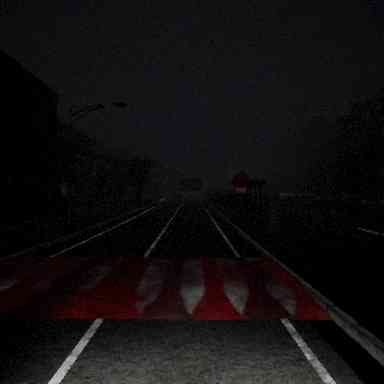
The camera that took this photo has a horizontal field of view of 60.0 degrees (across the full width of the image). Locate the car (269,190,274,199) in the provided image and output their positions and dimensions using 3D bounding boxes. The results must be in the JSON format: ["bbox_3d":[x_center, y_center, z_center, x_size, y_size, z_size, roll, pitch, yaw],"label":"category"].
[{"bbox_3d":[18.789,0.848,66.956,5.008,1.535,2.097,0,1,0],"label":"car"}]

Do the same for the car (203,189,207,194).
[{"bbox_3d":[5.707,0.657,77.423,4.892,1.521,2.231,0,1,0],"label":"car"}]

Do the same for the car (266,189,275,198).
[{"bbox_3d":[18.975,0.799,69.733,5.366,1.575,1.946,0,1,0],"label":"car"}]

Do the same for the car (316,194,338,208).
[{"bbox_3d":[18.800,1.253,41.977,4.792,1.488,2.163,0,1,0],"label":"car"}]

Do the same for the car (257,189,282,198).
[{"bbox_3d":[18.804,0.334,80.832,5.566,2.045,2.435,0,1,0],"label":"car"}]

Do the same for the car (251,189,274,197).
[{"bbox_3d":[18.793,0.145,89.157,5.566,2.045,2.435,0,1,0],"label":"car"}]

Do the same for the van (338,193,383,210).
[{"bbox_3d":[18.953,1.080,36.423,4.442,1.987,1.878,0,1,0],"label":"van"}]

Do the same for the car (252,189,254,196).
[{"bbox_3d":[18.954,0.456,86.387,5.366,1.575,1.946,0,1,0],"label":"car"}]

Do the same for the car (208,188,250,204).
[{"bbox_3d":[5.707,0.819,52.186,5.566,2.045,2.435,0,1,0],"label":"car"}]

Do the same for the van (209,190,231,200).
[{"bbox_3d":[5.828,0.587,69.007,4.442,1.987,1.878,0,1,0],"label":"van"}]

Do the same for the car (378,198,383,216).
[{"bbox_3d":[18.846,1.472,28.101,4.674,1.452,2.002,0,1,0],"label":"car"}]

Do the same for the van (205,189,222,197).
[{"bbox_3d":[5.802,0.181,88.631,4.442,1.987,1.878,0,1,0],"label":"van"}]

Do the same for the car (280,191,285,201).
[{"bbox_3d":[18.811,0.975,58.629,5.008,1.535,2.097,0,1,0],"label":"car"}]

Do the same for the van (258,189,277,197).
[{"bbox_3d":[18.888,0.296,83.608,4.442,1.987,1.878,0,1,0],"label":"van"}]

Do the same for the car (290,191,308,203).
[{"bbox_3d":[18.820,1.059,53.077,4.892,1.521,2.231,0,1,0],"label":"car"}]

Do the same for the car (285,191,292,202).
[{"bbox_3d":[18.815,1.016,55.853,5.008,1.535,2.097,0,1,0],"label":"car"}]

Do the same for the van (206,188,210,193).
[{"bbox_3d":[5.599,0.634,66.205,4.442,1.987,1.878,0,1,0],"label":"van"}]

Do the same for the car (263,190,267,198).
[{"bbox_3d":[18.757,0.785,72.504,4.792,1.488,2.163,0,1,0],"label":"car"}]

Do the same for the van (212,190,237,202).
[{"bbox_3d":[5.840,0.719,60.596,4.442,1.987,1.878,0,1,0],"label":"van"}]

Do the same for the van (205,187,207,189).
[{"bbox_3d":[5.813,0.372,80.225,4.442,1.987,1.878,0,1,0],"label":"van"}]

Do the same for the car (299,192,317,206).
[{"bbox_3d":[18.635,1.137,47.527,5.366,1.575,1.946,0,1,0],"label":"car"}]

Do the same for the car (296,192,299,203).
[{"bbox_3d":[18.846,1.128,50.303,4.792,1.488,2.163,0,1,0],"label":"car"}]

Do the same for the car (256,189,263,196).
[{"bbox_3d":[18.751,0.392,78.056,5.566,2.045,2.435,0,1,0],"label":"car"}]

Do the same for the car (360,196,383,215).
[{"bbox_3d":[18.839,1.389,30.875,5.008,1.535,2.097,0,1,0],"label":"car"}]

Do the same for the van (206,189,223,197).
[{"bbox_3d":[5.805,0.245,85.829,4.442,1.987,1.878,0,1,0],"label":"van"}]

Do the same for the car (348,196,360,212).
[{"bbox_3d":[18.837,1.388,33.653,4.674,1.452,2.002,0,1,0],"label":"car"}]

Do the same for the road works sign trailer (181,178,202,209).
[{"bbox_3d":[-0.046,0.188,39.428,2.380,3.560,2.880,-1,2,0],"label":"road works sign trailer"}]

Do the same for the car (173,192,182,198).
[{"bbox_3d":[-3.251,0.733,75.885,1.895,1.301,4.718,0,1,0],"label":"car"}]

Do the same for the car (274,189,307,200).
[{"bbox_3d":[18.773,0.682,61.400,5.566,2.045,2.435,0,1,0],"label":"car"}]

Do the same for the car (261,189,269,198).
[{"bbox_3d":[18.812,0.729,75.287,4.792,1.488,2.163,0,1,0],"label":"car"}]

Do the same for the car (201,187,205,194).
[{"bbox_3d":[5.665,0.283,83.024,5.566,2.045,2.435,0,1,0],"label":"car"}]
